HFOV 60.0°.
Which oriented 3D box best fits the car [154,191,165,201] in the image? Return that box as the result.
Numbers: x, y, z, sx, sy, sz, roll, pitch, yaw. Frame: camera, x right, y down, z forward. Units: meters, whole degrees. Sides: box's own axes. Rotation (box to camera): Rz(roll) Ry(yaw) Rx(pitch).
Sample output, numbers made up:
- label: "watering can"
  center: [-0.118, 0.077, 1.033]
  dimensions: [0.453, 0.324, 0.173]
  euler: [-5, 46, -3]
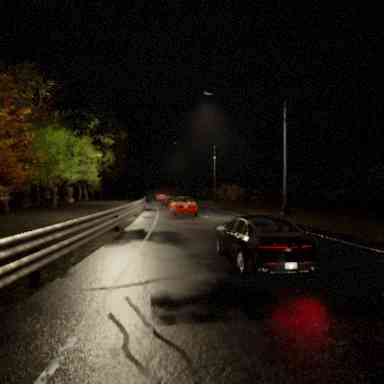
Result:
- label: "car"
  center: [-6.296, 0.941, 68.942]
  dimensions: [2.097, 1.767, 4.553]
  euler: [0, 0, -8]

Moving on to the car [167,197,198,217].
- label: "car"
  center: [-0.800, 1.196, 29.902]
  dimensions: [2.097, 1.767, 4.553]
  euler: [0, 0, -8]

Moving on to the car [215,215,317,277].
- label: "car"
  center: [1.978, 1.462, 10.169]
  dimensions: [1.837, 1.490, 4.892]
  euler: [0, 0, -8]

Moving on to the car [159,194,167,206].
- label: "car"
  center: [-3.311, 1.332, 47.744]
  dimensions: [1.895, 1.301, 4.718]
  euler: [0, 0, -8]
